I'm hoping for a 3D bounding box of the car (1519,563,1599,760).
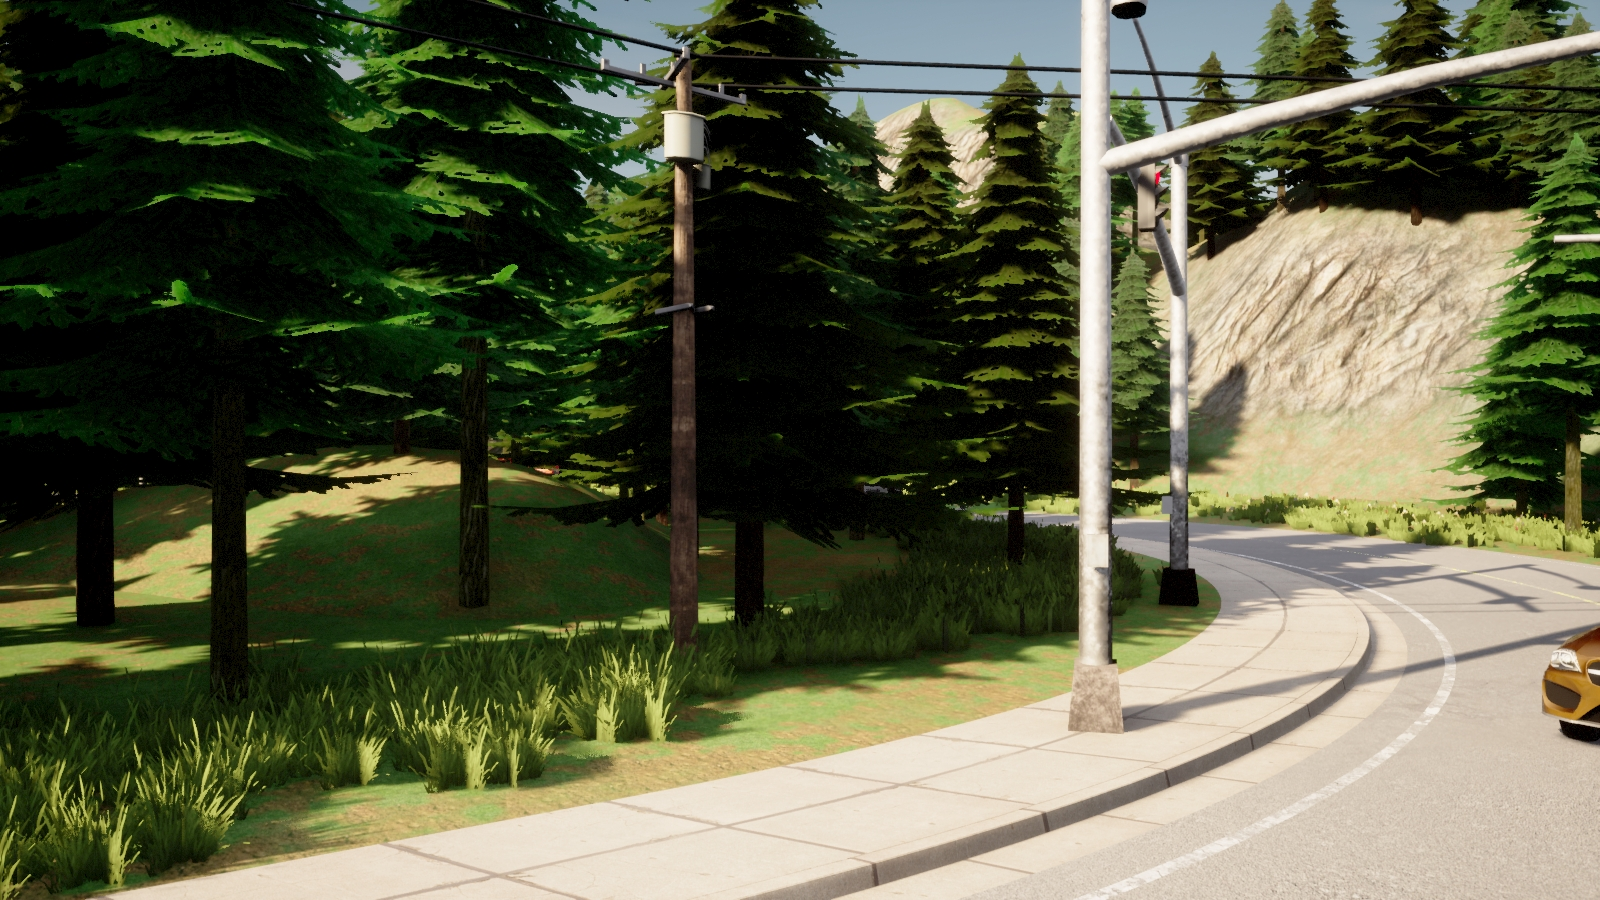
[{"bbox_3d":[9.577,1.970,11.147,5.027,1.651,2.152,0,0,-29],"label":"car"}]
